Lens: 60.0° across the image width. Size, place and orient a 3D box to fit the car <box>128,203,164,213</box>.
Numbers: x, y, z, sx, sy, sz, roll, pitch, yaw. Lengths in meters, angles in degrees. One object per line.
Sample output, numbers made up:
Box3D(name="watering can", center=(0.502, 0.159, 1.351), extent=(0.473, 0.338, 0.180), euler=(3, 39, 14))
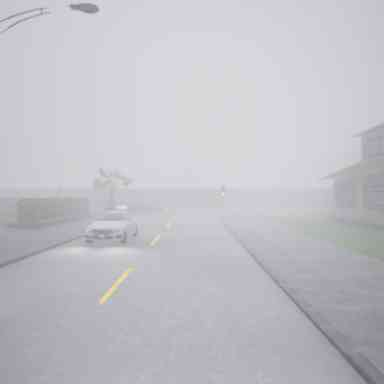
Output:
Box3D(name="car", center=(-5.990, 2.000, 42.661), extent=(4.718, 1.301, 1.895), euler=(0, -1, 28))

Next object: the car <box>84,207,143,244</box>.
Box3D(name="car", center=(-3.909, 1.683, 16.846), extent=(1.812, 1.442, 4.674), euler=(0, -1, 1))
